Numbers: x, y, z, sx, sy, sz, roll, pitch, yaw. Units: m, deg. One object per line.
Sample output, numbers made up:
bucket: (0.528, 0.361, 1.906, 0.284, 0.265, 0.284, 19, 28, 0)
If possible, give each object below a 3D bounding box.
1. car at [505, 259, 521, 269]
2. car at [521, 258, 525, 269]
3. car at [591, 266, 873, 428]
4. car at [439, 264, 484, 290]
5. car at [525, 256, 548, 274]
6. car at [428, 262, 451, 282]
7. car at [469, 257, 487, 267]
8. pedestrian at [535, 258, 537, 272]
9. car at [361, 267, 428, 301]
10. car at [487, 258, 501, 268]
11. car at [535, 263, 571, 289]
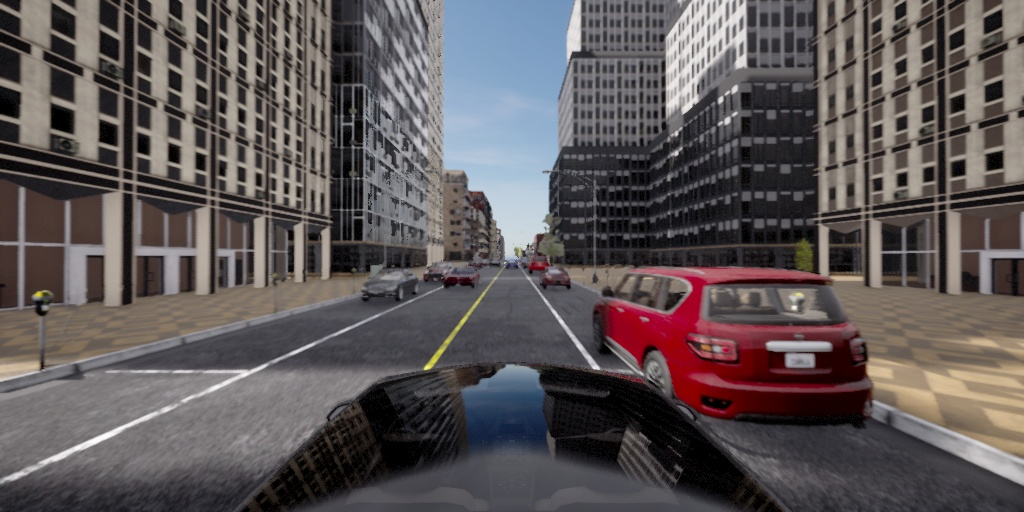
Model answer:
car: (0.020, 1.311, 55.789, 1.812, 1.442, 4.674, 0, 0, 0)
car: (2.673, 1.353, 56.957, 1.948, 1.339, 4.313, 0, 0, 0)
car: (2.701, 1.066, 5.756, 2.192, 1.841, 5.009, 0, 0, 0)
car: (-3.088, 1.360, 22.828, 1.895, 1.301, 4.718, 0, 0, 0)
car: (3.011, 0.996, 41.430, 2.150, 2.045, 5.566, 0, 0, 0)
car: (-5.682, 1.202, 28.540, 1.967, 1.591, 4.097, 0, 0, 0)
car: (-5.675, 1.102, 56.985, 2.192, 1.841, 5.009, 0, 0, 0)
pedestrian: (3.012, 1.068, 44.687, 0.375, 1.860, 0.375, 0, 0, 0)
car: (-5.685, 1.306, 17.162, 2.007, 1.370, 4.403, 0, 0, 0)
car: (-2.996, 1.167, 63.861, 2.097, 1.767, 4.553, 0, 0, 0)
car: (2.679, 1.341, 22.823, 1.802, 1.307, 4.207, 0, 0, 0)
